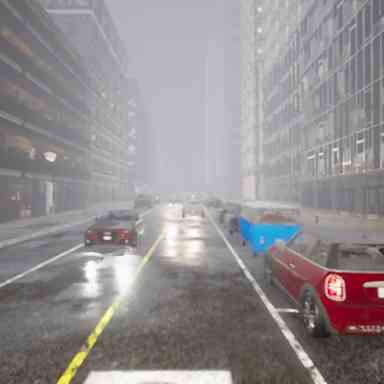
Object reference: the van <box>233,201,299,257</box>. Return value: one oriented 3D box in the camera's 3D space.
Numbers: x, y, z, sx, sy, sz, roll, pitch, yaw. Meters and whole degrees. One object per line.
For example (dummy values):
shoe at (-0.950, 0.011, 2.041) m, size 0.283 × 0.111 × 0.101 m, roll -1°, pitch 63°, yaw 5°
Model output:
van at (2.703, 1.267, 12.173) m, size 1.690 × 1.788 × 3.998 m, roll 1°, pitch 0°, yaw 0°

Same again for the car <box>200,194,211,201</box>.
car at (2.692, 1.119, 68.685) m, size 2.008 × 1.369 × 4.403 m, roll 1°, pitch 0°, yaw 0°

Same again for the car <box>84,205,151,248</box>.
car at (-3.102, 1.477, 14.170) m, size 1.994 × 1.385 × 4.181 m, roll 0°, pitch 0°, yaw 0°

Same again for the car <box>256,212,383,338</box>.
car at (2.702, 1.400, 6.521) m, size 1.967 × 1.590 × 4.097 m, roll 1°, pitch 0°, yaw 0°

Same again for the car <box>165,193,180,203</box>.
car at (-3.062, 1.137, 56.694) m, size 2.128 × 1.511 × 4.902 m, roll 0°, pitch 0°, yaw 1°

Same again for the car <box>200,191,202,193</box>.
car at (2.695, 1.081, 57.383) m, size 1.967 × 1.590 × 4.097 m, roll 1°, pitch 0°, yaw 0°

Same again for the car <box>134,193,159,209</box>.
car at (-5.680, 1.065, 40.429) m, size 2.192 × 1.841 × 5.009 m, roll 1°, pitch 0°, yaw 0°

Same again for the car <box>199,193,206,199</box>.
car at (2.689, 1.041, 85.639) m, size 1.802 × 1.307 × 4.206 m, roll 1°, pitch 0°, yaw 0°

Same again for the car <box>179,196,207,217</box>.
car at (0.101, 1.348, 28.890) m, size 1.812 × 1.442 × 4.674 m, roll 0°, pitch 1°, yaw 0°

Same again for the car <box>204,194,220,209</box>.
car at (2.696, 1.316, 40.430) m, size 1.947 × 1.339 × 4.313 m, roll 1°, pitch 0°, yaw 0°

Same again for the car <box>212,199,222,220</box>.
car at (2.698, 1.422, 23.477) m, size 1.947 × 1.339 × 4.313 m, roll 1°, pitch 0°, yaw 0°

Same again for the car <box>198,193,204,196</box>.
car at (0.073, 1.231, 43.999) m, size 2.163 × 1.488 × 4.792 m, roll 0°, pitch 0°, yaw 0°

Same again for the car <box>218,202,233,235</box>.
car at (2.699, 1.457, 17.826) m, size 1.947 × 1.339 × 4.313 m, roll 1°, pitch 0°, yaw 0°

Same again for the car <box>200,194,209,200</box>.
car at (2.691, 1.114, 74.336) m, size 1.802 × 1.307 × 4.206 m, roll 1°, pitch 0°, yaw 0°

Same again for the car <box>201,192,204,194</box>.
car at (2.696, 1.118, 51.732) m, size 1.967 × 1.590 × 4.097 m, roll 1°, pitch 0°, yaw 0°

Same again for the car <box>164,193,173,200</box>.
car at (-5.689, 1.022, 79.819) m, size 1.752 × 1.417 × 4.829 m, roll 1°, pitch 0°, yaw 0°

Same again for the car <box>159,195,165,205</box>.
car at (-5.686, 1.244, 51.733) m, size 1.947 × 1.339 × 4.313 m, roll 1°, pitch 0°, yaw 0°
